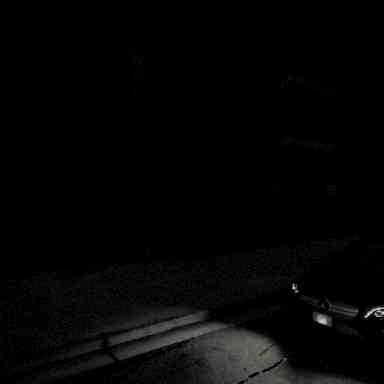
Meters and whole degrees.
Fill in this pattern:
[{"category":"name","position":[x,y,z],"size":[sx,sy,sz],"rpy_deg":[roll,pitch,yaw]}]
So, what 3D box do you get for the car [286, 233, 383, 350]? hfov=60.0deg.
[{"category":"car","position":[3.727,1.527,6.047],"size":[4.674,1.442,1.812],"rpy_deg":[0,0,-36]}]
